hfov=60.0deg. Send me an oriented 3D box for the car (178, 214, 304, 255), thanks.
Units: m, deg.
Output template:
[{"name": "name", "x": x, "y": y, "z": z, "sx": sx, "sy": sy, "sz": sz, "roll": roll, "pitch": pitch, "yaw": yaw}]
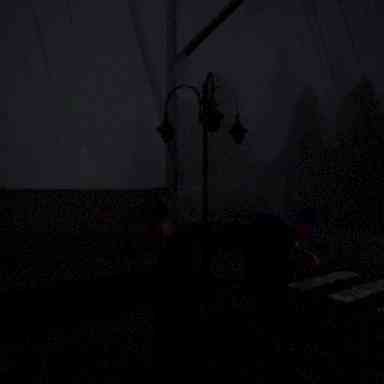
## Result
[{"name": "car", "x": 1.551, "y": 1.454, "z": 12.241, "sx": 4.718, "sy": 1.301, "sz": 1.895, "roll": 1, "pitch": 0, "yaw": 25}]
